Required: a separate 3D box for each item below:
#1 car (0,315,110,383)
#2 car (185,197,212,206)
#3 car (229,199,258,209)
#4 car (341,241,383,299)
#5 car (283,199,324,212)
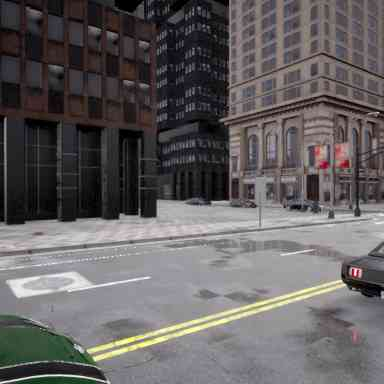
[{"bbox_3d":[-2.605,1.352,1.579,4.553,1.767,2.097,0,0,-36],"label":"car"},{"bbox_3d":[1.009,1.596,54.836,2.033,1.411,5.357,0,0,-36],"label":"car"},{"bbox_3d":[7.075,1.600,46.244,1.994,1.385,4.181,0,0,-36],"label":"car"},{"bbox_3d":[5.383,1.600,7.284,4.718,1.301,1.895,0,0,-35],"label":"car"},{"bbox_3d":[12.744,1.517,38.244,2.128,1.511,4.902,0,0,-35],"label":"car"}]
